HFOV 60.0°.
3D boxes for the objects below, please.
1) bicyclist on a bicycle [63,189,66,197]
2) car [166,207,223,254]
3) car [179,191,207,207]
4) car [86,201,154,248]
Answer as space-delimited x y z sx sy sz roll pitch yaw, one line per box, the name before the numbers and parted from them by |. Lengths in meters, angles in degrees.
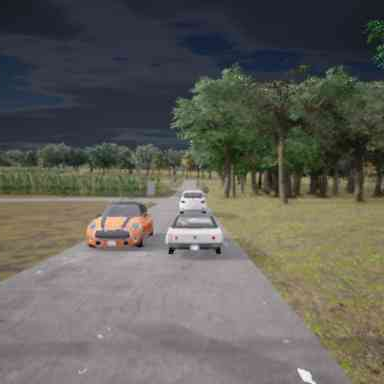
bicyclist on a bicycle | -23.480 0.285 61.187 0.582 1.620 1.656 0 1 -11
car | 0.092 1.483 12.967 1.895 1.301 4.718 0 1 0
car | 0.085 0.910 28.828 2.150 2.045 5.566 0 1 0
car | -2.856 1.221 14.094 2.097 1.767 4.553 0 1 0
